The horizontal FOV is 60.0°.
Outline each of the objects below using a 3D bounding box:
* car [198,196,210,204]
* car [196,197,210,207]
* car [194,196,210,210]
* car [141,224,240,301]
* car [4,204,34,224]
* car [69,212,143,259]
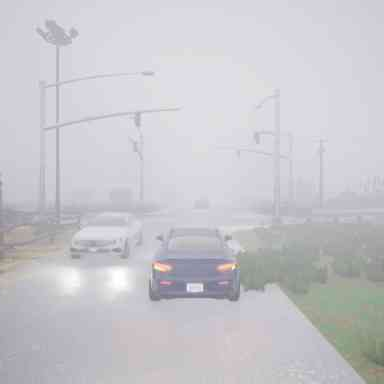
[{"bbox_3d":[2.318,1.509,63.508,2.033,1.411,5.357,0,0,3],"label":"car"},{"bbox_3d":[1.779,1.510,52.997,2.033,1.411,5.357,0,0,3],"label":"car"},{"bbox_3d":[1.296,1.510,42.847,2.033,1.411,5.357,0,0,3],"label":"car"},{"bbox_3d":[0.053,1.525,8.187,1.812,1.442,4.674,0,0,0],"label":"car"},{"bbox_3d":[-13.587,1.563,23.744,4.181,1.385,1.994,0,0,1],"label":"car"},{"bbox_3d":[-3.038,1.525,12.669,1.812,1.442,4.674,0,0,1],"label":"car"}]
